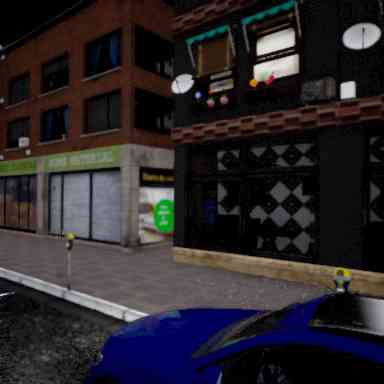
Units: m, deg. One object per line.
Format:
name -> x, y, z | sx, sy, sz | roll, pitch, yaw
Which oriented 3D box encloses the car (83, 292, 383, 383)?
car -> 1.114, 1.574, 2.546 | 4.674, 1.442, 1.812 | 0, -1, 38
